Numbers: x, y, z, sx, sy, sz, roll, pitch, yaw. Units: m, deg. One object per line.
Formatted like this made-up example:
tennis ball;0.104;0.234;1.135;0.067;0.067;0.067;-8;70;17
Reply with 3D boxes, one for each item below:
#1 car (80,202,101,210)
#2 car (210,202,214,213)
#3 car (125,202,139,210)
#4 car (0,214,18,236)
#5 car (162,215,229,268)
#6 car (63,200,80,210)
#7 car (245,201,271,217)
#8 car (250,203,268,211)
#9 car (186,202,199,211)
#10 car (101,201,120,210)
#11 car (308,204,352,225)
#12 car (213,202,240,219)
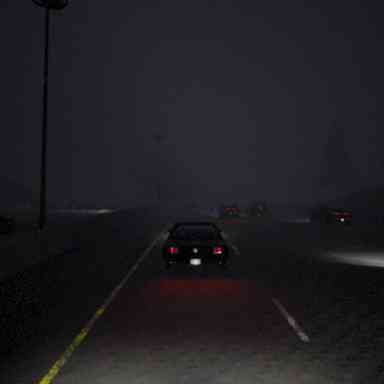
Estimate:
car;-17.480;2.474;58.769;2.033;1.411;5.357;0;-2;0
car;3.616;2.067;46.016;1.882;1.535;5.008;0;-1;0
car;-10.480;2.434;58.768;1.812;1.442;4.674;0;-2;0
car;-10.595;1.660;16.148;2.033;1.411;5.357;0;-1;0
car;0.103;1.670;11.467;1.895;1.301;4.718;0;0;0
car;-20.980;2.278;58.807;2.097;1.767;4.553;0;-2;0
car;7.113;1.747;36.399;2.097;1.767;4.553;0;-1;0
car;10.618;2.352;52.968;1.895;1.301;4.718;0;-1;0
car;0.118;2.300;53.875;1.812;1.442;4.674;0;-2;0
car;-13.980;2.409;58.768;2.128;1.511;4.902;0;-2;0
car;10.609;1.732;25.852;1.837;1.490;4.892;0;-1;0
car;3.610;1.826;33.011;2.128;1.511;4.902;0;-1;0
